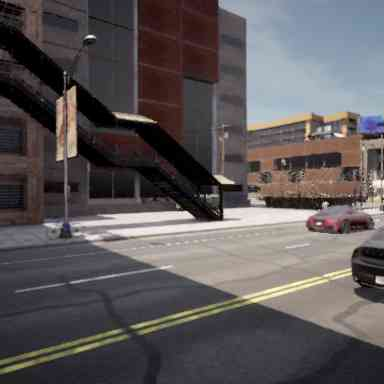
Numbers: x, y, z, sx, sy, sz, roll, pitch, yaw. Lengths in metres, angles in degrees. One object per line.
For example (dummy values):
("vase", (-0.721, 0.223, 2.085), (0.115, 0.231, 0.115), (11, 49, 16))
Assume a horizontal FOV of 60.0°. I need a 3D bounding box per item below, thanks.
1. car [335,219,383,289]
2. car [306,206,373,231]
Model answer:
("car", (5.664, 1.449, 7.837), (4.892, 1.490, 1.837), (-1, 0, -36))
("car", (8.241, 1.459, 18.499), (4.181, 1.385, 1.994), (0, 0, -35))
